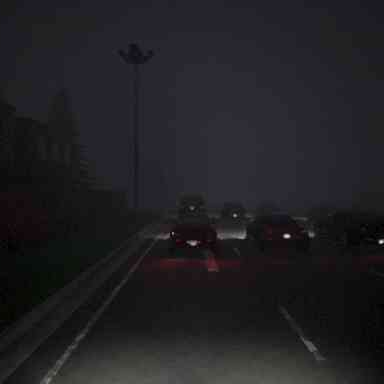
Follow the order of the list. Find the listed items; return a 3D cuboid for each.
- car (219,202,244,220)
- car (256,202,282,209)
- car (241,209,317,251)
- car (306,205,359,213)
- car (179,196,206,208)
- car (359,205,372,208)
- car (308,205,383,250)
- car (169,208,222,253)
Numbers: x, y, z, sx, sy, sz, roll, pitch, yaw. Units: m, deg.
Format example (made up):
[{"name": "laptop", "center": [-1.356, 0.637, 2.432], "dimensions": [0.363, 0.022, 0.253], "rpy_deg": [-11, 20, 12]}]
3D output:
[{"name": "car", "center": [3.560, 1.659, 29.789], "dimensions": [1.837, 1.490, 4.892], "rpy_deg": [0, 0, 0]}, {"name": "car", "center": [7.064, 1.683, 30.697], "dimensions": [1.812, 1.442, 4.674], "rpy_deg": [0, 0, 0]}, {"name": "car", "center": [3.567, 1.638, 14.462], "dimensions": [1.994, 1.385, 4.181], "rpy_deg": [0, 0, 0]}, {"name": "car", "center": [10.529, 1.681, 26.016], "dimensions": [2.033, 1.411, 5.357], "rpy_deg": [0, 0, 0]}, {"name": "car", "center": [0.025, 1.371, 28.774], "dimensions": [2.150, 2.045, 5.566], "rpy_deg": [0, 0, 0]}, {"name": "car", "center": [14.049, 1.746, 28.264], "dimensions": [1.895, 1.301, 4.718], "rpy_deg": [0, 0, 0]}, {"name": "car", "center": [7.068, 1.583, 14.799], "dimensions": [1.837, 1.490, 4.892], "rpy_deg": [0, 0, 0]}, {"name": "car", "center": [0.062, 1.597, 13.869], "dimensions": [1.812, 1.442, 4.674], "rpy_deg": [0, 0, 0]}]
